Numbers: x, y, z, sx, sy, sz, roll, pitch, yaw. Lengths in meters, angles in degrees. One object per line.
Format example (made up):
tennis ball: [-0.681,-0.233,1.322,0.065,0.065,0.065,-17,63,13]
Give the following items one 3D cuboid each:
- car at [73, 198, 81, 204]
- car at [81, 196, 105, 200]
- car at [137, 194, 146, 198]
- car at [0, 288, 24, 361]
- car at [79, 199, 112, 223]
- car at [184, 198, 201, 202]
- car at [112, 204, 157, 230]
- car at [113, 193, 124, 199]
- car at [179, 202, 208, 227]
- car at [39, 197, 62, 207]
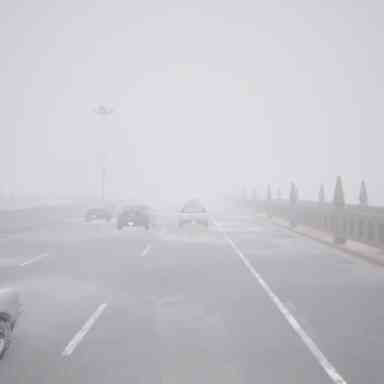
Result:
car: [-17.573,1.568,53.640,1.994,1.385,4.181,0,0,0]
car: [-14.082,1.357,48.847,2.097,1.767,4.553,0,0,0]
car: [-13.470,1.352,88.914,2.097,1.767,4.553,0,0,2]
car: [-3.401,1.601,2.775,1.895,1.301,4.718,0,0,0]
car: [-6.908,1.528,25.794,1.812,1.442,4.674,0,0,0]
car: [0.088,1.510,41.552,1.837,1.490,4.892,0,0,0]
car: [-3.405,1.507,20.893,1.837,1.490,4.892,0,0,0]
car: [-20.380,1.133,92.153,2.097,1.767,4.553,0,0,2]
car: [0.093,1.603,22.953,1.895,1.301,4.718,0,0,0]
car: [-21.081,1.530,49.872,1.812,1.442,4.674,0,0,0]
